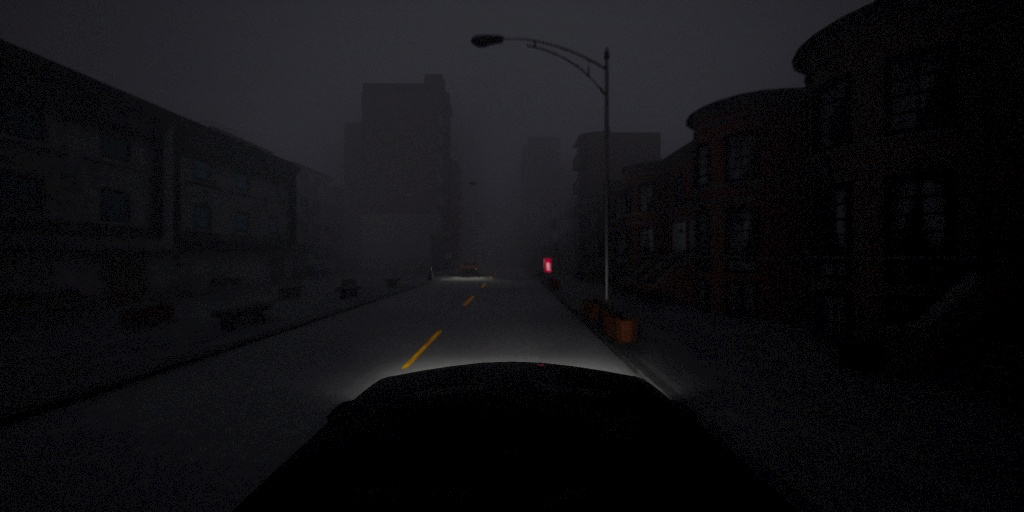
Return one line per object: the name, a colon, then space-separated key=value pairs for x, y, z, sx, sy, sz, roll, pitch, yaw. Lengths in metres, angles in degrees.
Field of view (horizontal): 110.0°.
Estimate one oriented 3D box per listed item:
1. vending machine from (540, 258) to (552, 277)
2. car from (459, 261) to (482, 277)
vending machine: x=4.253 y=1.166 z=42.574 sx=1.100 sy=2.100 sz=0.880 roll=0 pitch=0 yaw=0
car: x=-4.123 y=1.228 z=36.085 sx=1.882 sy=1.535 sz=5.008 roll=0 pitch=0 yaw=0
